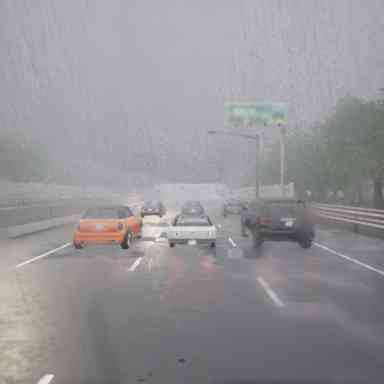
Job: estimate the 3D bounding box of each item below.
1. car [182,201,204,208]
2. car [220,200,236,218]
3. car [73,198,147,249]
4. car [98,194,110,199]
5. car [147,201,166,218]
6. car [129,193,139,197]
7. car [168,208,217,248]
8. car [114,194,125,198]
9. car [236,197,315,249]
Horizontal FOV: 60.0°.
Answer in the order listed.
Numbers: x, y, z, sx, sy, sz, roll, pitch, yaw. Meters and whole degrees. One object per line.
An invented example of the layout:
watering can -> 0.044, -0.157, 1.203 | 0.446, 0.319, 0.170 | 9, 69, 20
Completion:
car -> 0.091, 1.505, 29.580 | 1.994, 1.385, 4.181 | 0, 0, 0
car -> 3.591, 1.428, 29.558 | 2.128, 1.511, 4.902 | 0, 0, 0
car -> -3.477, 1.344, 14.587 | 2.097, 1.767, 4.553 | 0, 0, 0
car -> -20.387, 1.272, 77.444 | 2.033, 1.411, 5.357 | 0, 0, 1
car -> -3.408, 1.496, 29.601 | 2.033, 1.411, 5.357 | 0, 0, 0
car -> -13.388, 1.088, 77.359 | 2.097, 1.767, 4.553 | 0, 0, 1
car -> 0.024, 1.594, 14.638 | 1.895, 1.301, 4.718 | 0, 0, 0
car -> -16.888, 1.233, 77.387 | 1.837, 1.490, 4.892 | 0, 0, 1
car -> 3.524, 1.235, 14.626 | 2.150, 2.045, 5.566 | 0, 0, 0
